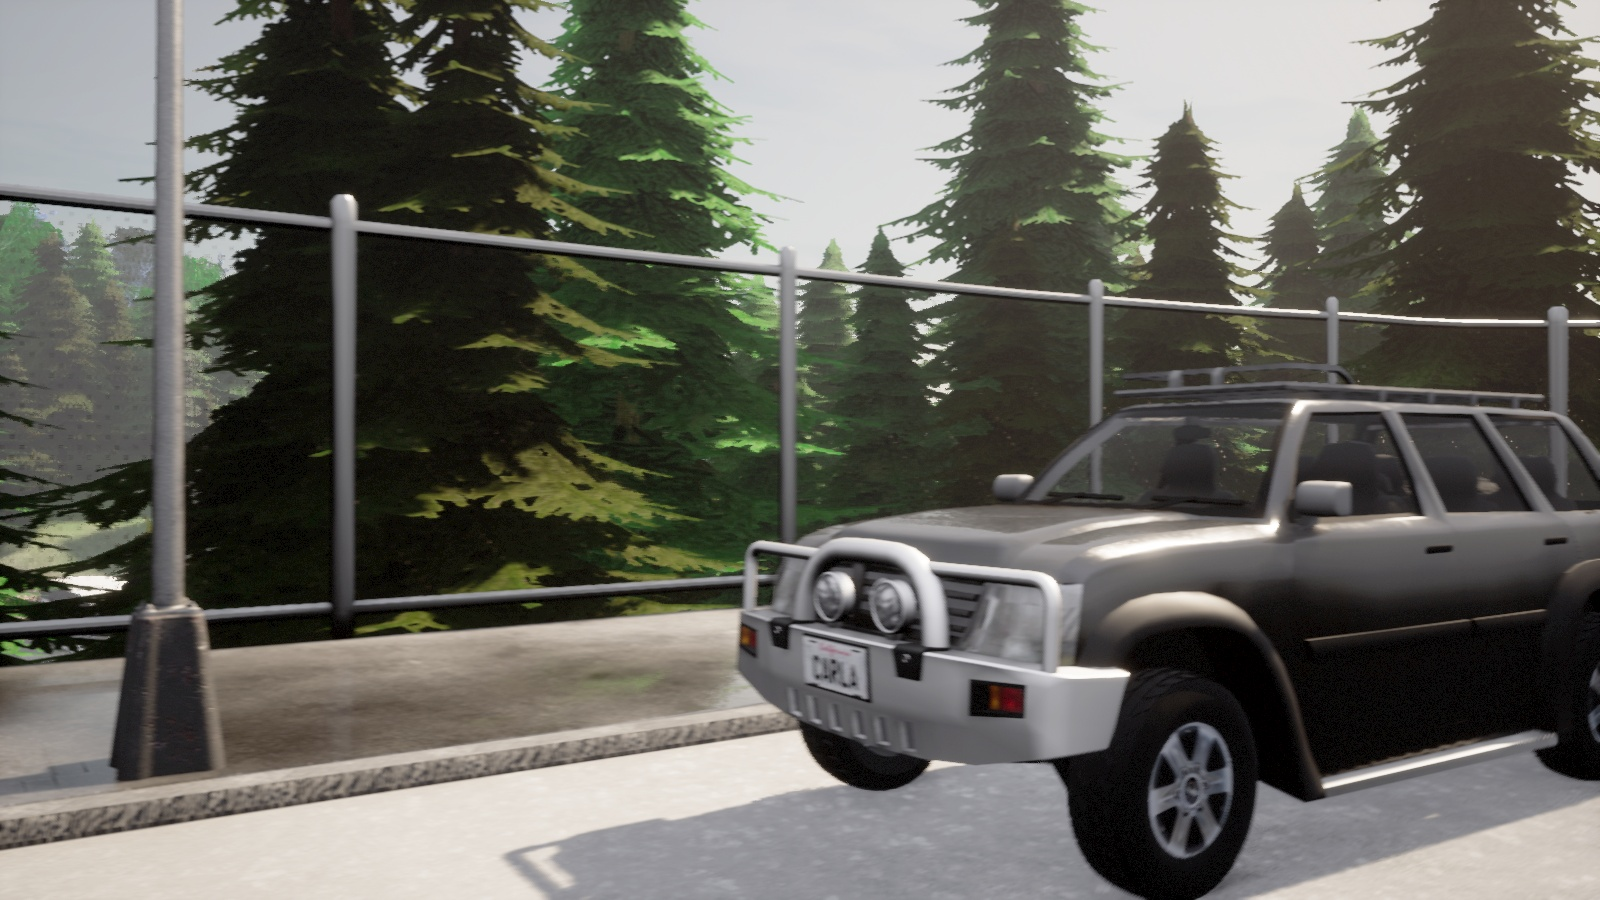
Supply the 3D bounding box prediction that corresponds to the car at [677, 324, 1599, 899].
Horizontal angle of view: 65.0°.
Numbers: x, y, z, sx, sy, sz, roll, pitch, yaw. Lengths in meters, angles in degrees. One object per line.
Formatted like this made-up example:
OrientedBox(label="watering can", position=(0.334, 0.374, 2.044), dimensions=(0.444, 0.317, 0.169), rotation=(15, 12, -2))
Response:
OrientedBox(label="car", position=(1.948, 0.571, 5.642), dimensions=(4.605, 1.855, 1.932), rotation=(0, 0, -33))
